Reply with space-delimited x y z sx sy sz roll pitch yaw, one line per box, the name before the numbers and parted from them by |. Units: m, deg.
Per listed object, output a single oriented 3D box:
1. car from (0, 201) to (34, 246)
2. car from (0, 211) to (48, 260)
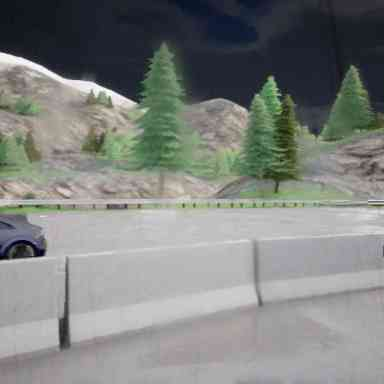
car | -8.392 1.084 11.287 5.357 1.411 2.033 0 2 -29
car | -5.986 1.216 8.562 4.181 1.385 1.994 0 2 -28
